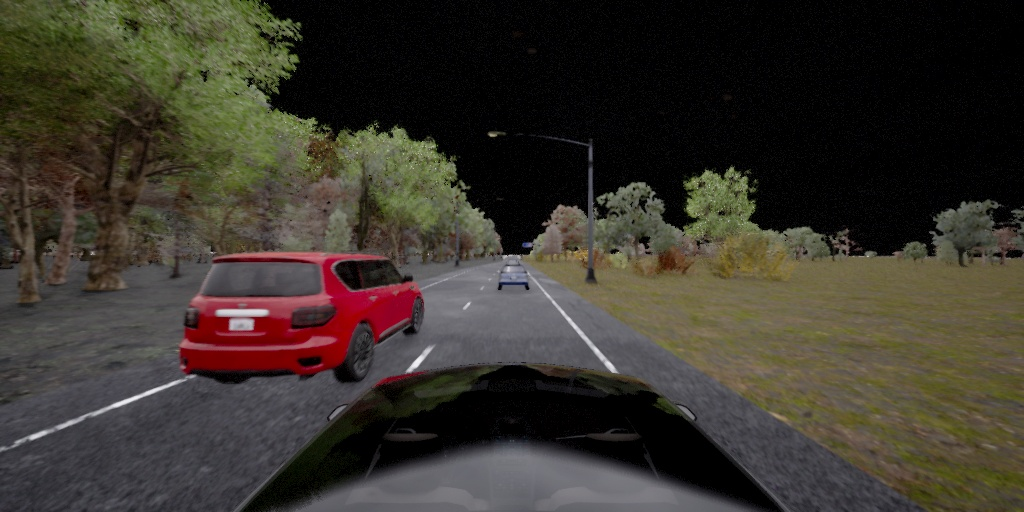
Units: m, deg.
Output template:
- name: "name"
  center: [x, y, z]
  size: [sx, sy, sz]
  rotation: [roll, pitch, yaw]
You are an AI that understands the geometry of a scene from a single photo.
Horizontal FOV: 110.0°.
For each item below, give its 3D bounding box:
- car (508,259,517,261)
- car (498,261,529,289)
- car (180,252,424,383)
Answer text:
- name: "car"
  center: [0.080, 1.110, 46.424]
  size: [1.994, 1.385, 4.181]
  rotation: [0, 0, 0]
- name: "car"
  center: [0.090, 1.204, 22.030]
  size: [2.033, 1.411, 5.357]
  rotation: [0, 0, 0]
- name: "car"
  center: [-3.401, 0.946, 7.193]
  size: [2.150, 2.045, 5.566]
  rotation: [0, 0, 0]
